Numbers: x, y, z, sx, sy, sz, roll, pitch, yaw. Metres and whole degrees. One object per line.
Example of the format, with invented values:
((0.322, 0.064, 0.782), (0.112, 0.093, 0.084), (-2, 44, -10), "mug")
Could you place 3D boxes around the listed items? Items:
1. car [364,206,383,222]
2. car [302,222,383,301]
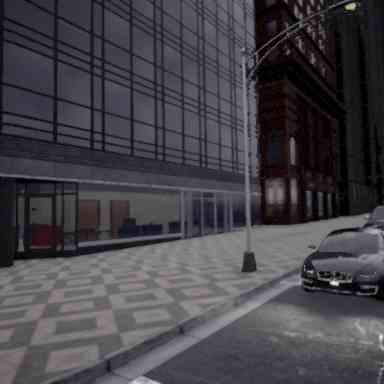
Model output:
((10.381, 1.715, 17.126), (2.150, 2.045, 5.566), (-4, -3, 37), "car")
((4.592, 1.814, 9.329), (1.837, 1.490, 4.892), (-4, -3, 37), "car")
